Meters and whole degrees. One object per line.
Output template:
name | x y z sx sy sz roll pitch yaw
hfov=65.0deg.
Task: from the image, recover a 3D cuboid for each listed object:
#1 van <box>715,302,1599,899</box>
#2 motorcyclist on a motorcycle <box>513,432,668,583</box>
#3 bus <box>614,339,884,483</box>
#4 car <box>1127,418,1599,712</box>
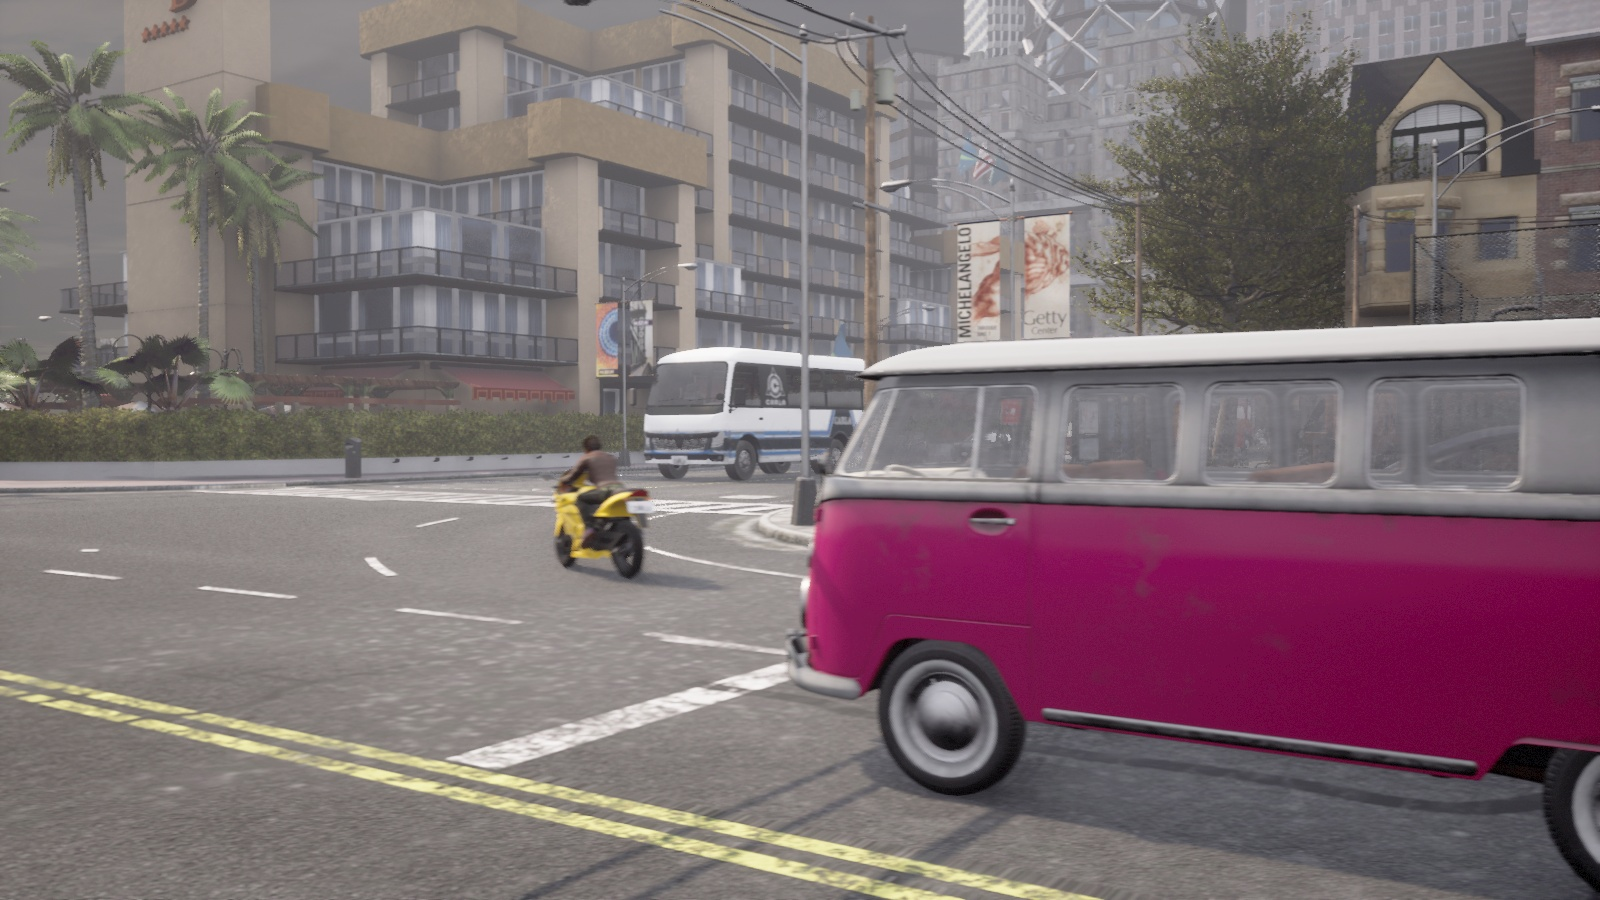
van | 1.948 0.501 5.407 4.442 1.987 1.775 1 1 33
motorcyclist on a motorcycle | -2.340 0.580 13.800 0.797 1.523 2.044 1 0 -37
bus | -1.385 -1.231 42.427 3.944 4.253 10.273 1 1 32
car | 4.353 0.614 8.018 3.988 1.617 1.851 1 1 33
